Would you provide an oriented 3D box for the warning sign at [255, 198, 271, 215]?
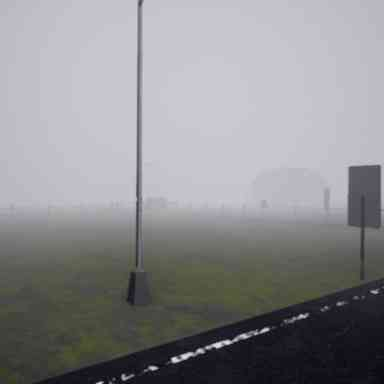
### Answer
[{"bbox_3d":[7.913,1.643,36.897,1.300,1.860,1.060,3,-2,-36],"label":"warning sign"}]

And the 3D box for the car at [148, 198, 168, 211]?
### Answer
[{"bbox_3d":[-5.890,1.920,51.704,2.150,2.045,5.566,2,-2,-35],"label":"car"}]

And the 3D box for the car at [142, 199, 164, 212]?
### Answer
[{"bbox_3d":[-6.370,2.105,47.489,1.812,1.442,4.674,2,-2,-36],"label":"car"}]

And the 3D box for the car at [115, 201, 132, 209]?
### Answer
[{"bbox_3d":[-12.465,2.357,60.639,1.812,1.442,4.674,2,-2,-36],"label":"car"}]

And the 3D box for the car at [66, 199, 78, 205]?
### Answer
[{"bbox_3d":[-32.188,2.659,89.317,2.097,1.767,4.553,2,-2,-36],"label":"car"}]
